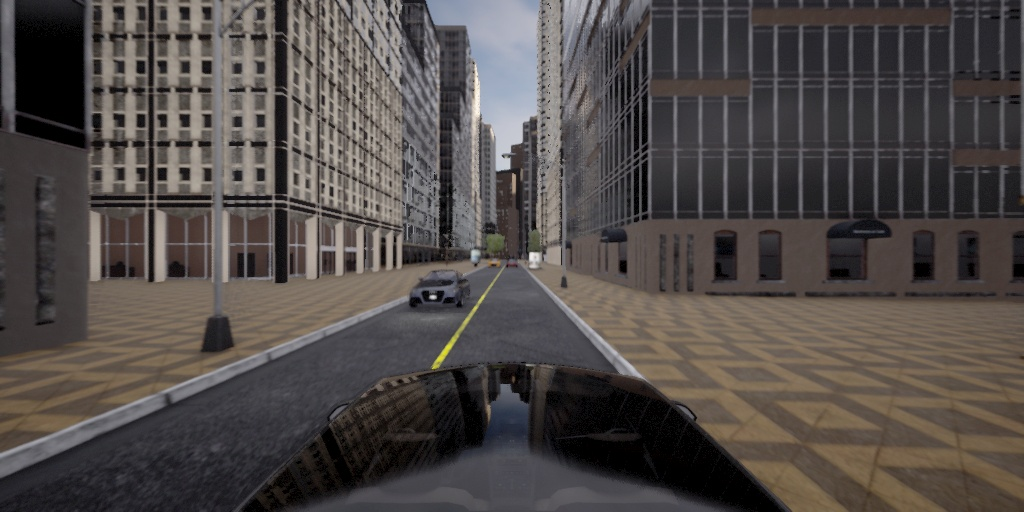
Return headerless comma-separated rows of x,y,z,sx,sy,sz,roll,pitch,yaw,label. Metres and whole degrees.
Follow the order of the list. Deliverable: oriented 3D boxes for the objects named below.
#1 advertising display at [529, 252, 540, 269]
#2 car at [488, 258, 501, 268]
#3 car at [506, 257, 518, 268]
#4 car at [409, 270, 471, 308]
2.996,0.679,47.683,1.540,2.440,0.280,0,0,0,advertising display
-2.813,1.129,57.750,1.882,1.535,5.008,0,0,1,car
0.014,1.215,60.298,1.994,1.385,4.181,0,0,1,car
-2.854,1.281,14.909,1.994,1.385,4.181,0,0,0,car
